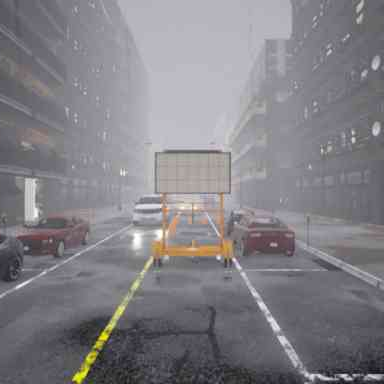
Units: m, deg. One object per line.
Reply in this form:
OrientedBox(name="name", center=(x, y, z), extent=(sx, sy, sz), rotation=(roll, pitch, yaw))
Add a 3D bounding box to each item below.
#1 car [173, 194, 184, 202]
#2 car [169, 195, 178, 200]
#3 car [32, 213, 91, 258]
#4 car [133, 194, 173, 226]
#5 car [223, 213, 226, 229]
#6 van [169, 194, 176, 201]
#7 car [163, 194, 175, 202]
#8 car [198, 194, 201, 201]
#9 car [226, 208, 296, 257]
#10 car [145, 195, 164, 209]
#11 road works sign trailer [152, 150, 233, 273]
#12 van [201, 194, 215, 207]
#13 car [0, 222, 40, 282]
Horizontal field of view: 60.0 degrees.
OrientedBox(name="car", center=(-2.648, 1.529, 64.595), extent=(1.812, 1.442, 4.674), rotation=(0, 0, 1))
OrientedBox(name="car", center=(-5.097, 1.556, 92.174), extent=(2.008, 1.369, 4.403), rotation=(1, 0, 0))
OrientedBox(name="car", center=(-5.277, 1.545, 12.783), extent=(1.887, 1.381, 4.507), rotation=(1, 0, 0))
OrientedBox(name="car", center=(-2.797, 1.223, 23.956), extent=(2.150, 2.045, 5.566), rotation=(0, 0, 0))
OrientedBox(name="car", center=(2.616, 1.552, 18.465), extent=(2.008, 1.369, 4.403), rotation=(1, 0, 0))
OrientedBox(name="van", center=(-5.107, 1.346, 86.504), extent=(1.690, 1.788, 3.998), rotation=(1, 0, 0))
OrientedBox(name="car", center=(-5.133, 1.319, 75.162), extent=(2.192, 1.841, 5.009), rotation=(1, 0, 0))
OrientedBox(name="car", center=(2.773, 1.320, 86.516), extent=(2.192, 1.841, 5.009), rotation=(1, 0, 0))
OrientedBox(name="car", center=(2.603, 1.545, 12.795), extent=(1.887, 1.381, 4.507), rotation=(1, 0, 0))
OrientedBox(name="car", center=(-5.197, 1.317, 46.808), extent=(2.192, 1.841, 5.009), rotation=(1, 0, 0))
OrientedBox(name="road works sign trailer", center=(0.028, 0.465, 10.647), extent=(2.380, 3.560, 2.880), rotation=(0, 0, 0))
OrientedBox(name="van", center=(2.696, 1.344, 52.491), extent=(1.690, 1.788, 3.998), rotation=(1, 0, 0))
OrientedBox(name="car", center=(-5.290, 1.566, 7.112), extent=(1.947, 1.339, 4.313), rotation=(1, 0, 0))
